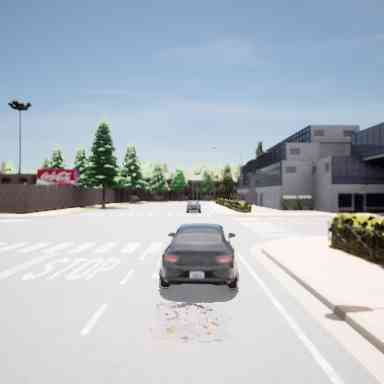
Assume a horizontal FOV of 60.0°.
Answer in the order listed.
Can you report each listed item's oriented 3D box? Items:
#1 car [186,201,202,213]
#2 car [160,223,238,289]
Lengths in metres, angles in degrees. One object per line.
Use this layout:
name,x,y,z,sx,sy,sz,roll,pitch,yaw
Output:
car,0.216,1.835,41.861,2.033,1.411,5.357,0,0,0
car,0.252,1.590,9.295,1.812,1.442,4.674,0,0,4
